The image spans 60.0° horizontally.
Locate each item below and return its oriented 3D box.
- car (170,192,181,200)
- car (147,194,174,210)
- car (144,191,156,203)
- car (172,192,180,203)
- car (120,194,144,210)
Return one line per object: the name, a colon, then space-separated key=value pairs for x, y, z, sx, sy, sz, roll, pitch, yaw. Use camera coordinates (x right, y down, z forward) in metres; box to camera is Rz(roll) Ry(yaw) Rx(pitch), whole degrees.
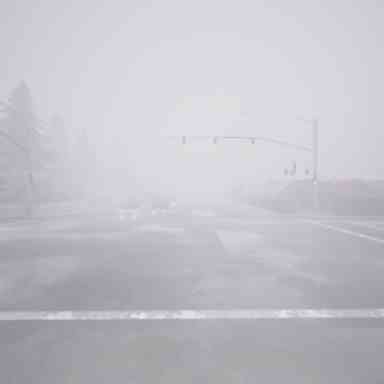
car: x=-3.509 y=0.799 z=70.036 sx=2.097 sy=1.767 sz=4.553 roll=0 pitch=0 yaw=0
car: x=-3.598 y=1.269 z=38.539 sx=2.033 sy=1.411 sz=5.357 roll=0 pitch=0 yaw=0
car: x=-7.059 y=0.824 z=55.466 sx=2.150 sy=2.045 sz=5.566 roll=0 pitch=0 yaw=1
car: x=-3.568 y=1.169 z=54.837 sx=1.994 sy=1.385 sz=4.181 roll=0 pitch=0 yaw=0
car: x=-7.092 y=1.246 z=38.789 sx=1.812 sy=1.442 sz=4.674 roll=0 pitch=0 yaw=0
